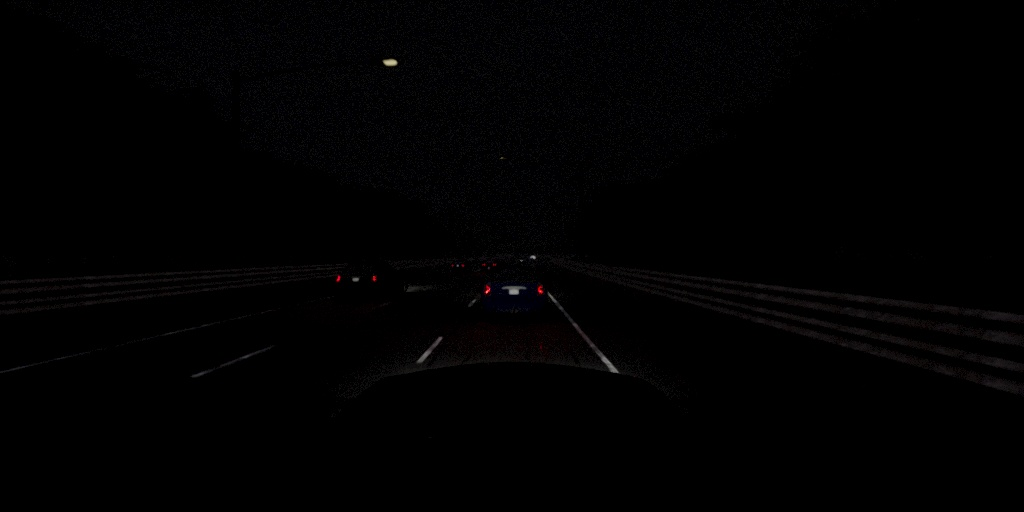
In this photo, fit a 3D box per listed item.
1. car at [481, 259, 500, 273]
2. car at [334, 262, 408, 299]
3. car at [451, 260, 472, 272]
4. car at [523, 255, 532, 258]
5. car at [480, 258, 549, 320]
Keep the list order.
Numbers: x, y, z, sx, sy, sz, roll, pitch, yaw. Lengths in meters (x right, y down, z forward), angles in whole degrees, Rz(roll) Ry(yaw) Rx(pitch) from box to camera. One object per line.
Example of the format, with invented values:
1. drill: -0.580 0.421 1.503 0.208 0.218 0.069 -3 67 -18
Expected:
1. car: -2.491 1.138 42.549 1.812 1.442 4.674 0 0 3
2. car: -6.739 1.053 17.671 2.097 1.767 4.553 0 0 1
3. car: -6.018 1.157 43.043 2.033 1.411 5.357 0 0 3
4. car: 1.981 1.013 62.572 2.128 1.511 4.902 0 0 4
5. car: 0.087 1.067 12.679 2.097 1.767 4.553 0 0 1
